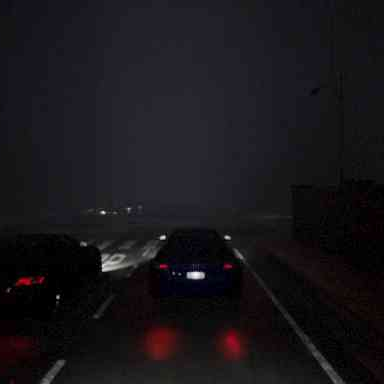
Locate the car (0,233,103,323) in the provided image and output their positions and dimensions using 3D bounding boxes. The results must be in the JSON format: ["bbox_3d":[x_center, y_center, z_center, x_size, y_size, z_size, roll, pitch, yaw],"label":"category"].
[{"bbox_3d":[-3.406,1.603,7.386,1.994,1.385,4.181,0,0,0],"label":"car"}]

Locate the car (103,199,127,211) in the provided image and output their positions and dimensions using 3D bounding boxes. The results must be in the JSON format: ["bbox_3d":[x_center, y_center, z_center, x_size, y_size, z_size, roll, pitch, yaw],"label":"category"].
[{"bbox_3d":[-10.572,1.715,45.093,1.882,1.535,5.008,0,0,0],"label":"car"}]

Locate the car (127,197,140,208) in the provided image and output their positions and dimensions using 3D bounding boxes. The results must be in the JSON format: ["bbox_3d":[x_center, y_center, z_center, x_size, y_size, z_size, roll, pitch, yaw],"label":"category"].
[{"bbox_3d":[-10.563,1.837,55.022,2.033,1.411,5.357,0,0,0],"label":"car"}]

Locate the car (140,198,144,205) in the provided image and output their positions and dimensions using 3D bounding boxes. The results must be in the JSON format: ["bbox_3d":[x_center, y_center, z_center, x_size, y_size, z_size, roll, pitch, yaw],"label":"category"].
[{"bbox_3d":[-10.505,1.847,65.144,1.837,1.490,4.892,0,0,1],"label":"car"}]

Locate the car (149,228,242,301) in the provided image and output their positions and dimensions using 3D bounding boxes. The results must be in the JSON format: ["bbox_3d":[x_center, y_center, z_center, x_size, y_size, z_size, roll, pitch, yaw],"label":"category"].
[{"bbox_3d":[0.083,1.610,8.526,1.994,1.385,4.181,0,0,0],"label":"car"}]
